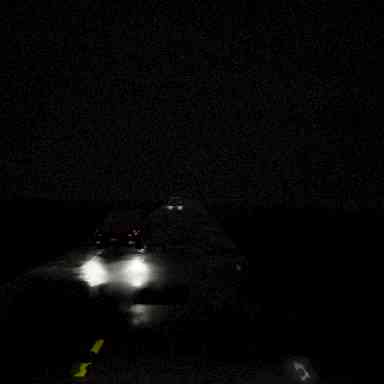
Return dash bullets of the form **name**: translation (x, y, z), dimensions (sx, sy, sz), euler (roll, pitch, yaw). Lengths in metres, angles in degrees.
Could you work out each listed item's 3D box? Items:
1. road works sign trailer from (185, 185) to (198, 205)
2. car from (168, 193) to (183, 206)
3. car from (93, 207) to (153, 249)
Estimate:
- **road works sign trailer**: translation (-0.031, 0.503, 61.006), dimensions (2.380, 3.560, 2.880), euler (0, 0, 0)
- **car**: translation (-2.809, 1.252, 57.506), dimensions (2.150, 2.045, 5.566), euler (0, 0, 1)
- **car**: translation (-2.853, 1.469, 14.630), dimensions (1.882, 1.535, 5.008), euler (0, 0, 0)
